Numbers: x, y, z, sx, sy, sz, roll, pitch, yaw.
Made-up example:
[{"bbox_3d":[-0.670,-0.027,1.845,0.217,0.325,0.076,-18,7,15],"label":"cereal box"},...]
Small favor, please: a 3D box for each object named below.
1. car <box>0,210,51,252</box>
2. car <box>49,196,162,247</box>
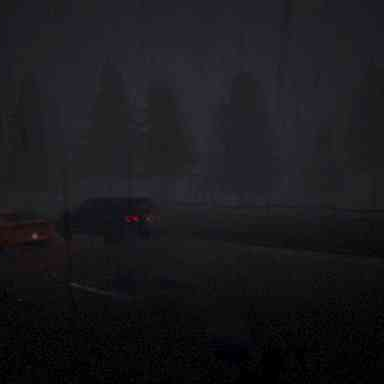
[{"bbox_3d":[-7.840,1.474,13.815,5.008,1.535,1.882,0,0,36],"label":"car"},{"bbox_3d":[-3.901,1.221,15.277,5.566,2.045,2.150,0,0,36],"label":"car"}]
